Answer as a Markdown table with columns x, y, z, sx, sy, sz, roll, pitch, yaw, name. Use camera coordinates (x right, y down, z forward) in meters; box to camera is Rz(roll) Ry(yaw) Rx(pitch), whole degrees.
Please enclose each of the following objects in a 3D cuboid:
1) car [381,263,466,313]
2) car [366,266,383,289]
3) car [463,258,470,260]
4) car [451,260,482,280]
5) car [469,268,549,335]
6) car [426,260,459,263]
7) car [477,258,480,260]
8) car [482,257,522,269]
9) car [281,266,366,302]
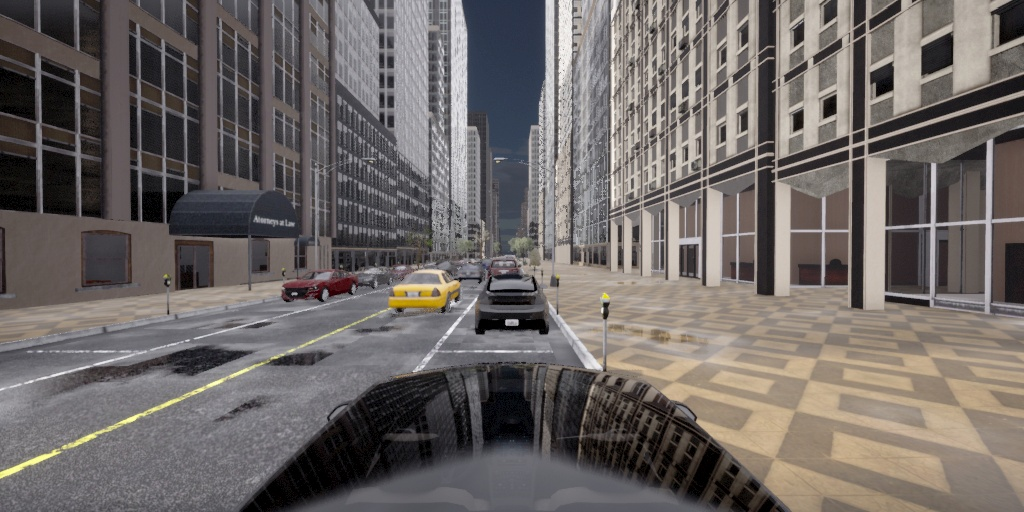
| x | y | z | sx | sy | sz | roll | pitch | yaw | name |
| --- | --- | --- | --- | --- | --- | --- | --- | --- | --- |
| -3.148 | 1.203 | 13.968 | 1.801 | 1.575 | 5.366 | 0 | 0 | 0 | car |
| -8.838 | 1.297 | 22.523 | 2.007 | 1.370 | 4.403 | 0 | 0 | 0 | car |
| -8.837 | 1.320 | 62.308 | 1.802 | 1.307 | 4.207 | 0 | 0 | 0 | car |
| -3.059 | 1.293 | 27.663 | 2.033 | 1.411 | 5.357 | 0 | 0 | 0 | car |
| -0.001 | 1.252 | 10.501 | 1.837 | 1.490 | 4.892 | 0 | 0 | 0 | car |
| -6.240 | 1.249 | 32.720 | 1.837 | 1.490 | 4.892 | 0 | 0 | 0 | car |
| -3.053 | 1.093 | 47.272 | 2.097 | 1.767 | 4.553 | 0 | 0 | 0 | car |
| -0.457 | 1.061 | 22.523 | 2.192 | 1.841 | 5.009 | 0 | 0 | 0 | car |
| -8.837 | 1.292 | 16.839 | 1.888 | 1.381 | 4.507 | 0 | 0 | 0 | car |
